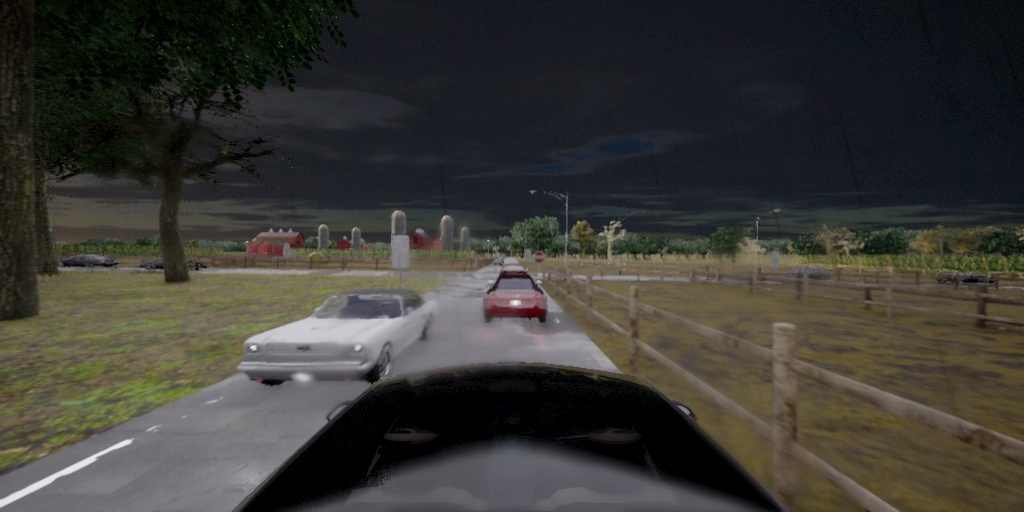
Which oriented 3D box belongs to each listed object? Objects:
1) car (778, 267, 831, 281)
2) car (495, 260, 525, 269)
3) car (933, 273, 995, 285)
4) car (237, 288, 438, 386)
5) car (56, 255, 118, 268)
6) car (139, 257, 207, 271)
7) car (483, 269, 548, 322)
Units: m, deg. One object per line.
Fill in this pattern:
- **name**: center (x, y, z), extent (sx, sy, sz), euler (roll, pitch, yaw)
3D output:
- **car**: center (31.793, 1.927, 39.052), extent (4.902, 1.511, 2.128), euler (1, 1, 0)
- **car**: center (0.059, 1.230, 23.240), extent (1.882, 1.535, 5.008), euler (0, 0, -1)
- **car**: center (49.120, 2.500, 39.062), extent (4.718, 1.301, 1.895), euler (2, 1, 0)
- **car**: center (-2.846, 1.354, 7.094), extent (1.895, 1.301, 4.718), euler (0, 0, 0)
- **car**: center (-45.806, 0.577, 38.572), extent (5.357, 1.411, 2.033), euler (1, 1, 0)
- **car**: center (-33.752, 0.783, 35.753), extent (5.357, 1.411, 2.033), euler (1, 1, 0)
- **car**: center (0.102, 1.317, 12.309), extent (1.994, 1.385, 4.181), euler (0, 0, 0)
